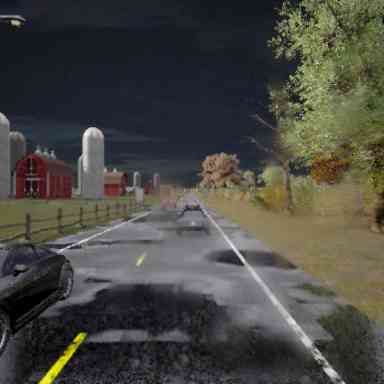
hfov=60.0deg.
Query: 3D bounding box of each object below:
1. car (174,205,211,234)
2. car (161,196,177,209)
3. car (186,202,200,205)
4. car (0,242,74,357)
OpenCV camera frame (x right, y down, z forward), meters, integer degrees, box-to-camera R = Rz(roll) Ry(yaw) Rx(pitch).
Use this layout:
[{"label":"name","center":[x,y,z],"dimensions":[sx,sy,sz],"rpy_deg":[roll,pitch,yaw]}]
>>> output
[{"label":"car","center":[0.092,1.703,20.132],"dimensions":[1.994,1.385,4.181],"rpy_deg":[0,-1,1]},{"label":"car","center":[-3.480,1.634,51.684],"dimensions":[2.150,2.045,5.566],"rpy_deg":[0,0,0]},{"label":"car","center":[0.090,1.734,34.762],"dimensions":[2.128,1.511,4.902],"rpy_deg":[0,0,0]},{"label":"car","center":[-3.599,1.605,5.707],"dimensions":[1.994,1.385,4.181],"rpy_deg":[0,0,0]}]
